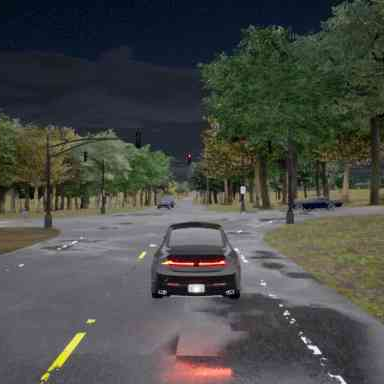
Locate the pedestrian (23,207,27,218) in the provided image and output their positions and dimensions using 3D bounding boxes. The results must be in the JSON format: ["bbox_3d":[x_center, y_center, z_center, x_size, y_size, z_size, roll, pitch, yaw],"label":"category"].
[{"bbox_3d":[-18.115,2.203,36.069,0.375,1.300,0.375,0,1,2],"label":"pedestrian"}]

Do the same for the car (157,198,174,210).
[{"bbox_3d":[-4.204,2.007,50.223,1.895,1.301,4.718,0,-1,-1],"label":"car"}]

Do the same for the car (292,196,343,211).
[{"bbox_3d":[11.540,1.104,31.476,4.718,1.301,1.895,-2,-1,7],"label":"car"}]

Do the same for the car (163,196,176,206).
[{"bbox_3d":[-4.410,1.802,60.090,2.150,2.045,5.566,0,-1,-2],"label":"car"}]

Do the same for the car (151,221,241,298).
[{"bbox_3d":[0.083,1.508,8.477,1.837,1.490,4.892,0,0,0],"label":"car"}]

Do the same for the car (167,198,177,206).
[{"bbox_3d":[-4.815,2.393,80.647,2.097,1.767,4.553,0,-2,-1],"label":"car"}]
